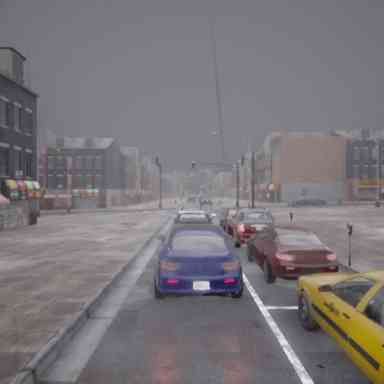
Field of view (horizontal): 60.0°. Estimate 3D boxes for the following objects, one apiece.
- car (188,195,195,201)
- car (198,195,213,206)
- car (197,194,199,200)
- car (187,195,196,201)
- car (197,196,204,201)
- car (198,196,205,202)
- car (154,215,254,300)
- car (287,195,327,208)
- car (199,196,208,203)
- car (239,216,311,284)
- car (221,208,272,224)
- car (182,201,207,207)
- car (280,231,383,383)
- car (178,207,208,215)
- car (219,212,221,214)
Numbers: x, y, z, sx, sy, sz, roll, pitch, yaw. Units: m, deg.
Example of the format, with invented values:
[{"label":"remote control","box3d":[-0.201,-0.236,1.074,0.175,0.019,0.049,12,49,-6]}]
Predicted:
[{"label":"car","box3d":[-0.180,1.659,93.072,1.812,1.442,4.674,0,0,0]},{"label":"car","box3d":[2.519,1.559,57.601,1.967,1.590,4.097,-1,0,0]},{"label":"car","box3d":[2.507,1.458,63.003,2.192,1.841,5.009,-1,0,0]},{"label":"car","box3d":[-0.160,1.733,82.651,1.837,1.490,4.892,0,0,0]},{"label":"car","box3d":[2.444,1.843,95.586,1.752,1.417,4.829,-1,0,0]},{"label":"car","box3d":[2.455,1.810,90.184,1.752,1.417,4.829,-1,0,0]},{"label":"car","box3d":[0.089,1.526,8.305,1.812,1.442,4.674,0,0,-2]},{"label":"car","box3d":[14.062,1.139,40.788,4.674,1.442,1.812,-2,0,1]},{"label":"car","box3d":[2.487,1.635,73.807,1.967,1.590,4.097,-1,0,0]},{"label":"car","box3d":[2.617,1.582,9.324,1.802,1.307,4.206,0,0,0]},{"label":"car","box3d":[2.606,1.444,14.791,1.967,1.590,4.097,0,0,0]},{"label":"car","box3d":[-0.023,1.619,25.845,1.895,1.301,4.718,0,0,0]},{"label":"car","box3d":[2.628,1.525,4.027,1.752,1.417,4.829,0,0,0]},{"label":"car","box3d":[0.056,1.605,15.754,1.895,1.301,4.718,0,0,0]},{"label":"car","box3d":[2.596,1.591,20.257,1.802,1.307,4.206,0,0,0]}]
